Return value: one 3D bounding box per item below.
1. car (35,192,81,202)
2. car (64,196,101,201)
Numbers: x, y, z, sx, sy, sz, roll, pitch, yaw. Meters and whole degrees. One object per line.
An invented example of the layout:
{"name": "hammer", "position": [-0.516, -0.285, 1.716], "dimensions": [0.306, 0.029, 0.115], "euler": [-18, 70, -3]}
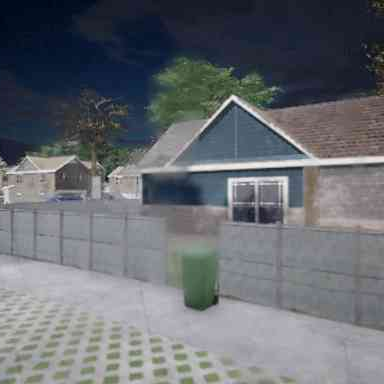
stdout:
{"name": "car", "position": [-15.149, 1.003, 38.145], "dimensions": [2.150, 2.045, 5.566], "euler": [0, 0, 31]}
{"name": "car", "position": [-11.605, 1.348, 37.712], "dimensions": [1.895, 1.301, 4.718], "euler": [0, 0, 31]}
